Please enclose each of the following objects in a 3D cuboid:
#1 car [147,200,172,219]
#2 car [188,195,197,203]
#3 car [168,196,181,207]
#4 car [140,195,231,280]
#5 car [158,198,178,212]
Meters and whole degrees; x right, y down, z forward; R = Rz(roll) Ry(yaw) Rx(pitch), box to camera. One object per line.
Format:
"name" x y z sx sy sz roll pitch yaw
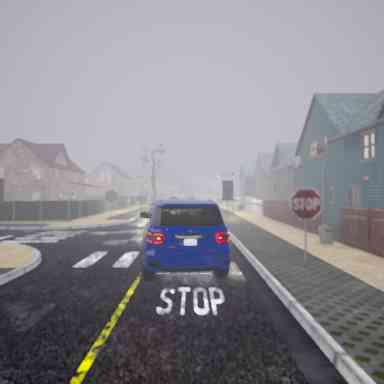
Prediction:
"car" -2.834 1.493 30.070 1.812 1.442 4.674 0 0 0
"car" 0.033 1.463 70.329 1.812 1.442 4.674 0 0 0
"car" -2.816 1.447 53.636 1.837 1.490 4.892 0 2 0
"car" -0.378 1.210 10.107 2.150 2.045 5.566 0 0 -7
"car" -2.828 1.505 40.378 2.033 1.411 5.357 0 0 0
